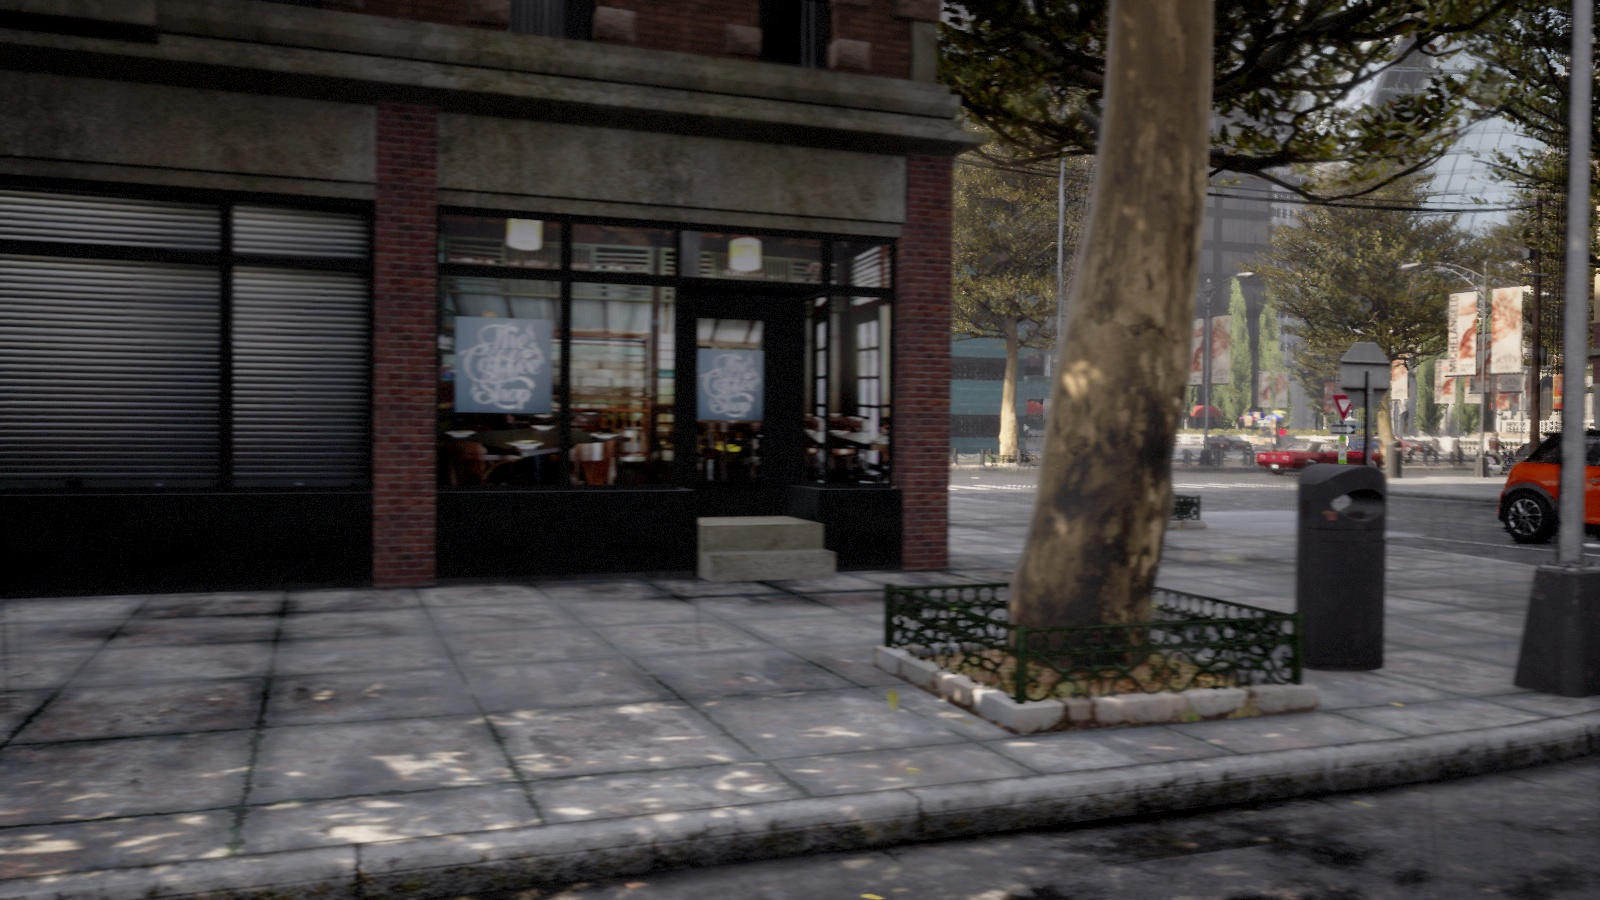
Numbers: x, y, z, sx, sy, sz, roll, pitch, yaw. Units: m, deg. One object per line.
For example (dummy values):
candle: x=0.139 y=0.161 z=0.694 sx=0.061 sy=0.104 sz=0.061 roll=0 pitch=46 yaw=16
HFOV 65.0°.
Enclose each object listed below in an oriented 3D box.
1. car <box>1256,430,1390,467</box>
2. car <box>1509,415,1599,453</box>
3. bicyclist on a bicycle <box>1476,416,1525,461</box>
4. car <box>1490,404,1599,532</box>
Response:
car: x=19.852 y=-0.092 z=47.678 sx=4.718 sy=1.301 sz=1.895 roll=-1 pitch=1 yaw=-22
car: x=35.031 y=-0.732 z=57.127 sx=5.027 sy=1.651 sz=2.152 roll=-1 pitch=1 yaw=-21
bicyclist on a bicycle: x=28.379 y=-0.466 z=50.873 sx=1.843 sy=1.776 sz=0.659 roll=-1 pitch=1 yaw=-21
car: x=12.233 y=0.244 z=17.221 sx=2.097 sy=1.767 sz=4.553 roll=-1 pitch=1 yaw=-22
